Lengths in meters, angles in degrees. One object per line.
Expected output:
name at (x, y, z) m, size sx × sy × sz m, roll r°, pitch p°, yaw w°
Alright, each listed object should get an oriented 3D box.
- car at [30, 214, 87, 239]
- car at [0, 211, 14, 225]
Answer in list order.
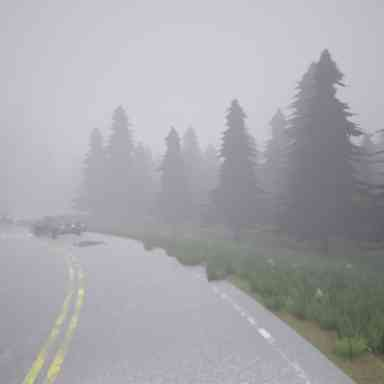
car at (-8.707, 2.155, 21.413) m, size 2.033 × 1.411 × 5.357 m, roll -4°, pitch 0°, yaw -43°
car at (-21.761, 2.927, 38.240) m, size 2.097 × 1.767 × 4.553 m, roll -2°, pitch -1°, yaw -25°
